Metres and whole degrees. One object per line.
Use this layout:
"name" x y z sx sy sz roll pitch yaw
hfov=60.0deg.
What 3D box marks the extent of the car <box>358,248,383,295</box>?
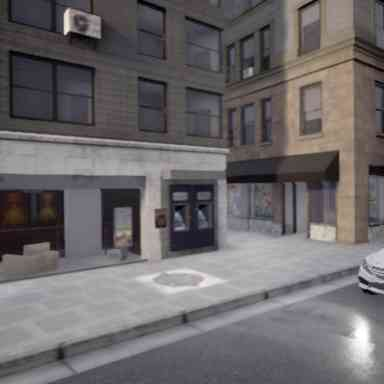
"car" 5.520 1.406 7.215 4.674 1.442 1.812 -1 0 -35
